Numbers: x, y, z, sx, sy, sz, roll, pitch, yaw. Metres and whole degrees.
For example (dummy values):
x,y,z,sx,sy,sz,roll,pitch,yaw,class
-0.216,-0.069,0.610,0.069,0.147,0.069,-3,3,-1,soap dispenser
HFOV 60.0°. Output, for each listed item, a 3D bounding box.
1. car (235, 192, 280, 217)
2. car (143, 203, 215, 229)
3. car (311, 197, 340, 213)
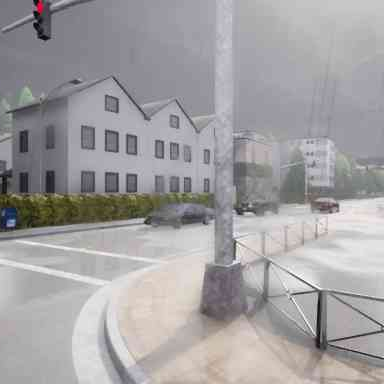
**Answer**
x,y,z,sx,sy,sz,roll,pitch,yaw,class
5.855,1.036,29.179,2.150,2.045,5.566,0,0,35,car
-0.511,1.360,20.206,2.033,1.411,5.357,0,0,35,car
13.516,1.289,33.608,1.882,1.535,5.008,0,0,35,car
